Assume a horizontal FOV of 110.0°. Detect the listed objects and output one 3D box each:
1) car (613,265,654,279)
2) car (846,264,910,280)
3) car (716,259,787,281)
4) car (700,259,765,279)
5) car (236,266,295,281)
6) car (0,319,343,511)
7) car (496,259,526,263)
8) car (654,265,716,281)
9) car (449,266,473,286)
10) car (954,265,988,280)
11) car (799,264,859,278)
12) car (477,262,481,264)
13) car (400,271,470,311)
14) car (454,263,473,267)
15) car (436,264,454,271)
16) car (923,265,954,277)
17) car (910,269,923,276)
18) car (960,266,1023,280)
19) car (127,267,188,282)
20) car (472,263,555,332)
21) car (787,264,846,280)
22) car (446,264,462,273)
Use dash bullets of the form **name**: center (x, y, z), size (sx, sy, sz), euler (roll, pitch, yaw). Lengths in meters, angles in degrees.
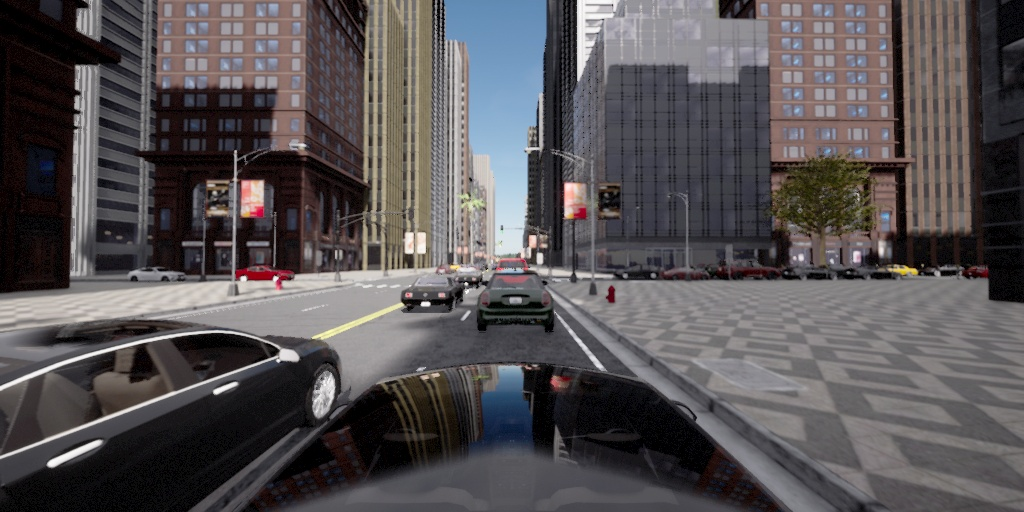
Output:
- **car**: center (13.087, 1.652, 37.620), size (4.892, 1.490, 1.837), euler (0, -1, -1)
- **car**: center (32.214, 1.534, 32.146), size (4.313, 1.339, 1.948), euler (0, 0, -1)
- **car**: center (20.940, 1.315, 31.965), size (5.009, 1.841, 2.192), euler (0, 0, -1)
- **car**: center (23.126, 1.336, 37.794), size (5.566, 2.045, 2.150), euler (0, -1, -2)
- **car**: center (-23.224, 1.701, 33.890), size (5.008, 1.535, 1.882), euler (0, -1, 1)
- **car**: center (-3.149, 1.266, 2.818), size (1.837, 1.490, 4.892), euler (0, 0, 0)
- **car**: center (0.047, 1.228, 23.895), size (2.150, 2.045, 5.566), euler (0, -1, 0)
- **car**: center (15.302, 1.601, 31.875), size (4.207, 1.307, 1.802), euler (0, 0, -1)
- **car**: center (-3.162, 1.640, 26.556), size (1.895, 1.301, 4.718), euler (0, -1, 0)
- **car**: center (43.490, 1.489, 32.328), size (4.507, 1.381, 1.888), euler (0, 0, -1)
- **car**: center (33.484, 1.613, 37.942), size (4.674, 1.442, 1.812), euler (0, -1, -1)
- **car**: center (-6.606, 2.165, 60.018), size (1.895, 1.301, 4.718), euler (0, -1, 0)
- **car**: center (-3.155, 1.496, 15.351), size (1.895, 1.301, 4.718), euler (0, -1, 0)
- **car**: center (-6.621, 2.018, 50.855), size (1.895, 1.301, 4.718), euler (0, -1, 0)
- **car**: center (-9.865, 1.963, 52.114), size (1.812, 1.442, 4.674), euler (0, -1, -3)
- **car**: center (48.999, 1.679, 40.941), size (4.313, 1.339, 1.948), euler (0, 0, -1)
- **car**: center (43.190, 1.649, 40.847), size (4.829, 1.417, 1.751), euler (0, 0, -1)
- **car**: center (47.216, 1.593, 34.963), size (4.718, 1.301, 1.895), euler (0, -1, -1)
- **car**: center (-33.497, 1.797, 33.891), size (4.674, 1.442, 1.812), euler (0, -1, 0)
- **car**: center (0.093, 1.201, 11.426), size (2.097, 1.767, 4.553), euler (0, -1, 0)
- **car**: center (26.577, 1.550, 32.056), size (4.313, 1.339, 1.948), euler (0, 0, -1)
- **car**: center (-9.848, 2.062, 61.252), size (1.882, 1.535, 5.008), euler (0, -1, 0)
